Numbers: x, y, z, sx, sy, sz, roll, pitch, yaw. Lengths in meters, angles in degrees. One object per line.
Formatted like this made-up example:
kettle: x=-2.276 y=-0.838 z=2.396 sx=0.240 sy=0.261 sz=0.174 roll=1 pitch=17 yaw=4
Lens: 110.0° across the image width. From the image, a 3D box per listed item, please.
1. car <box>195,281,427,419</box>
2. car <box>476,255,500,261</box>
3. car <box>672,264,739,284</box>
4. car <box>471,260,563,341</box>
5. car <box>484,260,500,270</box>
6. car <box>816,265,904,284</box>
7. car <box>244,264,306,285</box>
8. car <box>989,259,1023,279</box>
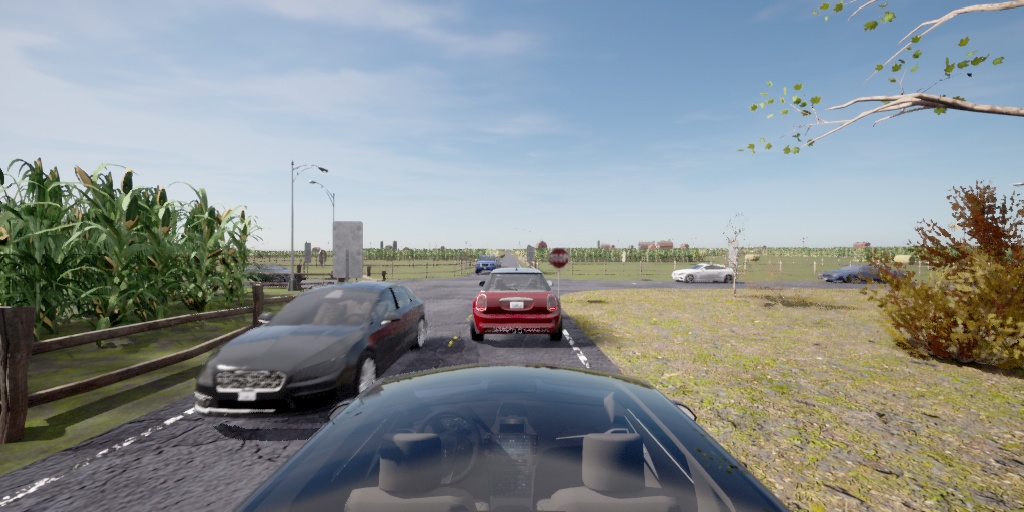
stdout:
car: x=-2.835 y=1.254 z=6.277 sx=1.837 sy=1.490 sz=4.892 roll=0 pitch=0 yaw=0
car: x=-2.821 y=0.927 z=40.742 sx=2.150 sy=2.045 sz=5.566 roll=0 pitch=0 yaw=1
car: x=14.541 y=1.298 z=27.057 sx=4.674 sy=1.442 sz=1.812 roll=0 pitch=0 yaw=0
car: x=0.110 y=1.100 z=10.017 sx=2.097 sy=1.767 sz=4.553 roll=0 pitch=0 yaw=0
car: x=-2.772 y=1.244 z=50.668 sx=1.994 sy=1.385 sz=4.181 roll=0 pitch=0 yaw=0
car: x=26.288 y=1.354 z=27.069 sx=5.357 sy=1.411 sz=2.033 roll=0 pitch=0 yaw=0
car: x=-16.242 y=1.257 z=24.066 sx=4.181 sy=1.385 sz=1.994 roll=0 pitch=0 yaw=0
car: x=39.550 y=1.062 z=27.055 sx=5.566 sy=2.045 sz=2.150 roll=0 pitch=0 yaw=1
